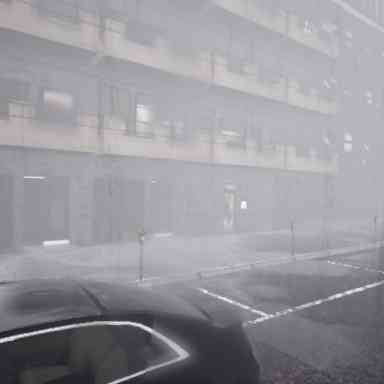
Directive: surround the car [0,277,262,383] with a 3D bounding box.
[{"bbox_3d":[-1.666,1.502,2.190,4.892,1.490,1.837,1,0,-35],"label":"car"}]
